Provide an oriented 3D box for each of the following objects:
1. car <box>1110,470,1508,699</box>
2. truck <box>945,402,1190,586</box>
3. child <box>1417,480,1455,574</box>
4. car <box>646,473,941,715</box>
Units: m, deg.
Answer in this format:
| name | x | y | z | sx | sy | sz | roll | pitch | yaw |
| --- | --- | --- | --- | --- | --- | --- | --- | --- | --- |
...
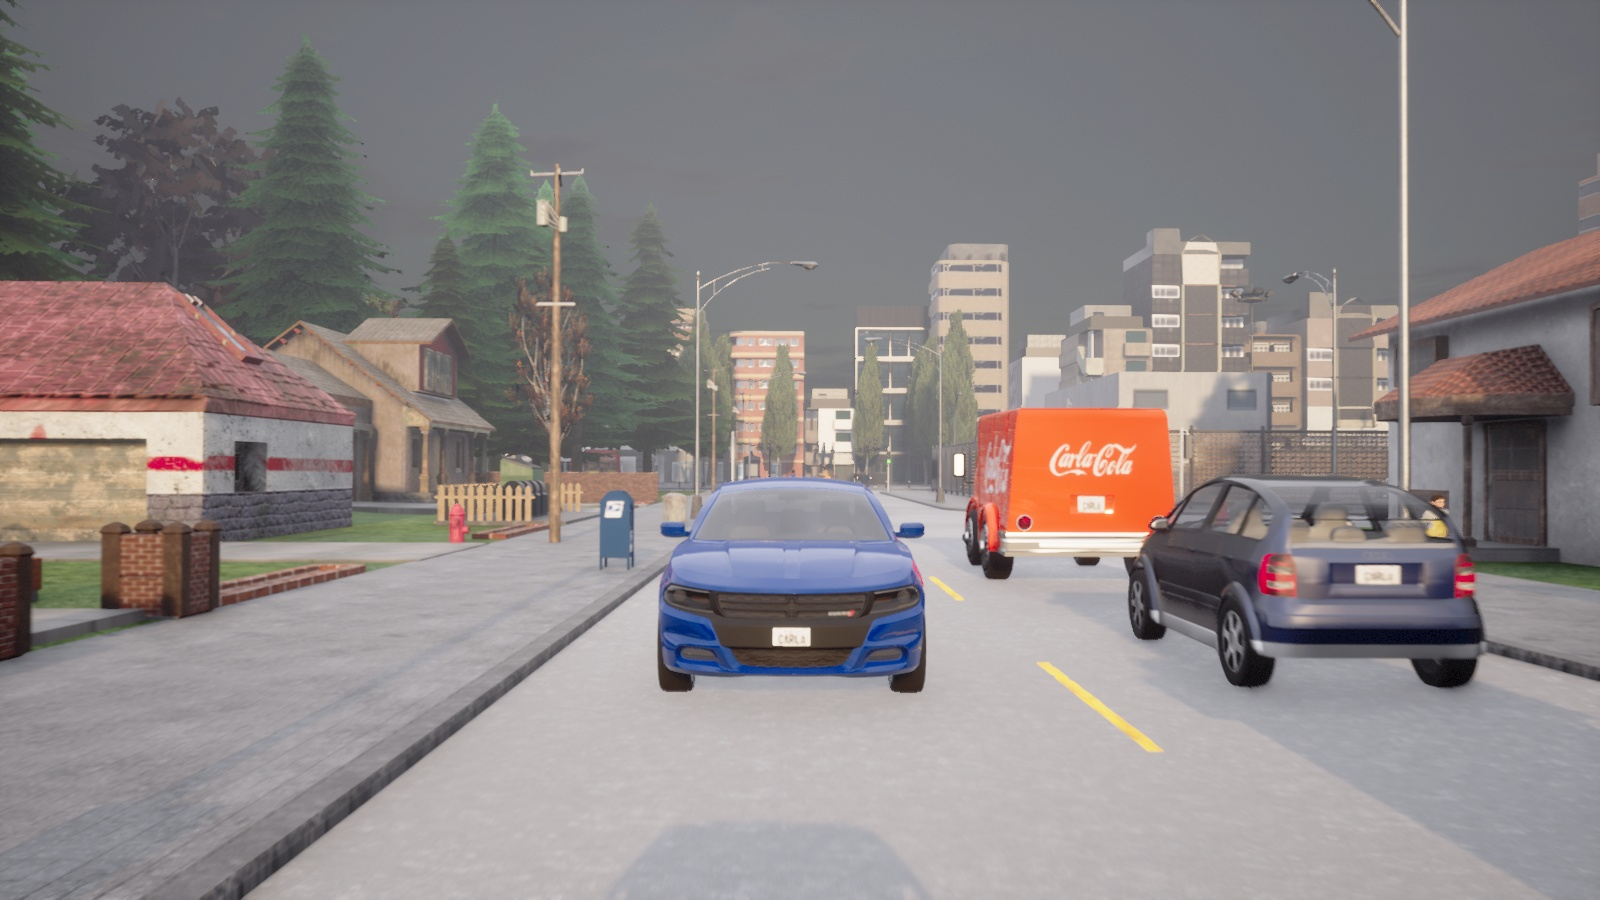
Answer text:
| name | x | y | z | sx | sy | sz | roll | pitch | yaw |
| --- | --- | --- | --- | --- | --- | --- | --- | --- | --- |
| car | 3.951 | 0.951 | 10.476 | 1.789 | 1.549 | 3.705 | 0 | -1 | 0 |
| truck | 3.915 | 0.633 | 19.546 | 2.627 | 2.467 | 5.204 | 0 | -1 | -1 |
| child | 8.762 | 1.053 | 17.304 | 0.270 | 1.263 | 0.437 | 0 | -1 | -3 |
| car | -0.053 | 0.965 | 10.544 | 1.882 | 1.535 | 5.008 | 0 | -1 | 0 |
